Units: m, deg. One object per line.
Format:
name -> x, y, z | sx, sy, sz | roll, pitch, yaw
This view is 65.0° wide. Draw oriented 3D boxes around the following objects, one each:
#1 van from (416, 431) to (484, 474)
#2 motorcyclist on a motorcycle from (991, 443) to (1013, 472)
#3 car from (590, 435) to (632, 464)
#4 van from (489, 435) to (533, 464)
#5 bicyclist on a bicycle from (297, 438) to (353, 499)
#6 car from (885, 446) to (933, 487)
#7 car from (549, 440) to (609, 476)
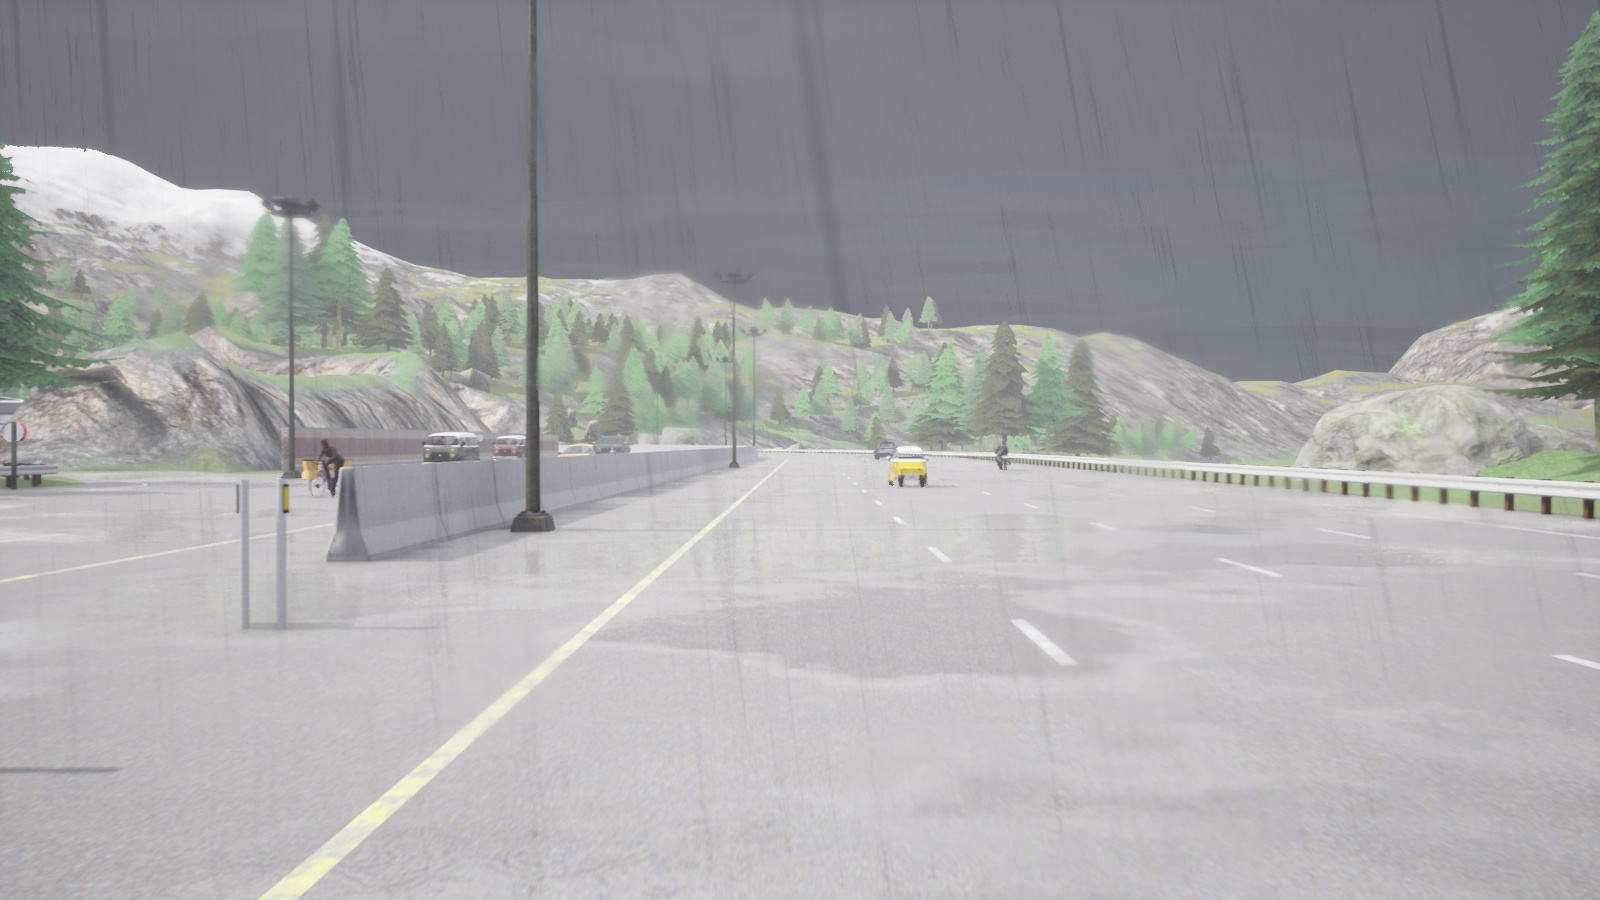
van -> -17.130, 0.110, 61.676 | 2.069, 2.038, 4.480 | 0, 0, 0
motorcyclist on a motorcycle -> 10.907, 0.408, 67.847 | 0.866, 1.530, 2.191 | 0, 0, 0
car -> -13.452, -0.051, 89.717 | 2.150, 2.045, 5.566 | 0, 0, 1
van -> -20.471, -0.049, 89.214 | 2.069, 2.038, 4.480 | 0, 0, 0
bicyclist on a bicycle -> -13.072, 0.494, 34.605 | 0.582, 1.620, 1.656 | 1, 1, 16
car -> 3.766, 0.559, 43.468 | 1.481, 1.376, 2.207 | 0, 1, 0
car -> -10.150, 0.350, 58.090 | 1.801, 1.575, 5.366 | 0, 0, 0
